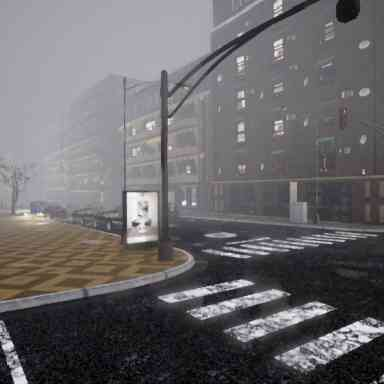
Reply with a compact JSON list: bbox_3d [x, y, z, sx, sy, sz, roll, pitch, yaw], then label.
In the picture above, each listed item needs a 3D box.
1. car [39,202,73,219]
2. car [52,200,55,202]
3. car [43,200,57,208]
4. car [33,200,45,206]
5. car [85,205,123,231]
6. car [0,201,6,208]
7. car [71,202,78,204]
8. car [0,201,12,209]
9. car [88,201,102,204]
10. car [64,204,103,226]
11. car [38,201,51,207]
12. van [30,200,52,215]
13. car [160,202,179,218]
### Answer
[{"bbox_3d":[-14.871,2.114,36.124,1.887,1.381,4.507,-2,0,-36],"label":"car"},{"bbox_3d":[-25.326,2.466,60.623,1.994,1.385,4.181,-1,-1,-36],"label":"car"},{"bbox_3d":[-31.274,2.526,73.249,1.967,1.590,4.097,-2,0,-36],"label":"car"},{"bbox_3d":[-37.797,2.795,82.275,1.887,1.381,4.507,-2,0,-36],"label":"car"},{"bbox_3d":[-5.534,1.887,23.133,2.008,1.369,4.403,-2,0,-36],"label":"car"},{"bbox_3d":[-44.588,2.860,77.366,1.887,1.381,4.507,-2,0,-36],"label":"car"},{"bbox_3d":[-21.480,2.423,59.710,1.802,1.307,4.206,-2,0,-36],"label":"car"},{"bbox_3d":[-38.062,2.702,68.340,2.008,1.369,4.403,-2,0,-36],"label":"car"},{"bbox_3d":[-14.954,2.117,50.687,1.967,1.590,4.097,-2,0,-36],"label":"car"},{"bbox_3d":[-8.797,1.968,27.646,2.008,1.369,4.403,-2,0,-36],"label":"car"},{"bbox_3d":[-34.533,2.734,77.762,1.947,1.339,4.313,-2,0,-36],"label":"car"},{"bbox_3d":[-19.788,2.034,43.013,1.690,1.788,3.998,-2,0,-36],"label":"van"},{"bbox_3d":[-3.110,1.823,34.520,1.967,1.590,4.097,-2,0,-36],"label":"car"}]
